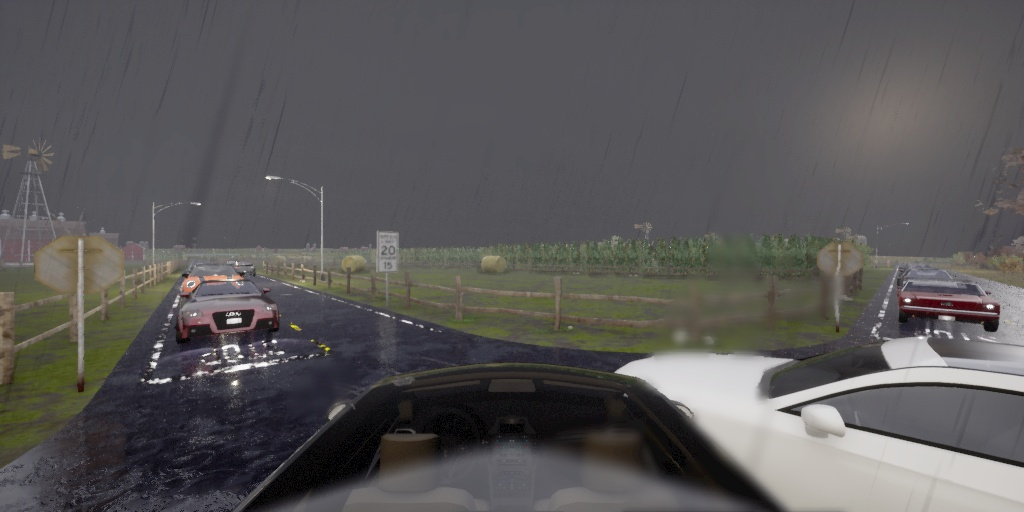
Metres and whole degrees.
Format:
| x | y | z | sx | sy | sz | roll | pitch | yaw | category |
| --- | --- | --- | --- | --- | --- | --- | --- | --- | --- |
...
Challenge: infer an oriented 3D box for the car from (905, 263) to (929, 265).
| x | y | z | sx | sy | sz | roll | pitch | yaw | category |
| --- | --- | --- | --- | --- | --- | --- | --- | --- | --- |
| 27.437 | 1.387 | 24.110 | 4.181 | 1.385 | 1.994 | 0 | 1 | -43 | car |

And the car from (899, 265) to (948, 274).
| x | y | z | sx | sy | sz | roll | pitch | yaw | category |
| --- | --- | --- | --- | --- | --- | --- | --- | --- | --- |
| 20.659 | 1.353 | 17.880 | 5.357 | 1.411 | 2.033 | 0 | 1 | -43 | car |

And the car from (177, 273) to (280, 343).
| x | y | z | sx | sy | sz | roll | pitch | yaw | category |
| --- | --- | --- | --- | --- | --- | --- | --- | --- | --- |
| -7.906 | 1.352 | 9.946 | 1.994 | 1.385 | 4.181 | 0 | 0 | -42 | car |

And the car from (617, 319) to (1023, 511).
| x | y | z | sx | sy | sz | roll | pitch | yaw | category |
| --- | --- | --- | --- | --- | --- | --- | --- | --- | --- |
| 2.846 | 1.293 | 2.320 | 1.812 | 1.442 | 4.674 | 0 | 1 | -44 | car |

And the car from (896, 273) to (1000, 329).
| x | y | z | sx | sy | sz | roll | pitch | yaw | category |
| --- | --- | --- | --- | --- | --- | --- | --- | --- | --- |
| 13.558 | 1.392 | 11.342 | 4.718 | 1.301 | 1.895 | 0 | 1 | -43 | car |

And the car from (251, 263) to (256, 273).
| x | y | z | sx | sy | sz | roll | pitch | yaw | category |
| --- | --- | --- | --- | --- | --- | --- | --- | --- | --- |
| -26.852 | 1.269 | 35.729 | 2.128 | 1.511 | 4.902 | 0 | 0 | -41 | car |

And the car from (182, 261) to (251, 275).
| x | y | z | sx | sy | sz | roll | pitch | yaw | category |
| --- | --- | --- | --- | --- | --- | --- | --- | --- | --- |
| -13.658 | 1.134 | 16.451 | 2.097 | 1.767 | 4.553 | 0 | 0 | -42 | car |

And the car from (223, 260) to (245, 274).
| x | y | z | sx | sy | sz | roll | pitch | yaw | category |
| --- | --- | --- | --- | --- | --- | --- | --- | --- | --- |
| -33.546 | 1.288 | 43.211 | 1.837 | 1.490 | 4.892 | 0 | 0 | -41 | car |
